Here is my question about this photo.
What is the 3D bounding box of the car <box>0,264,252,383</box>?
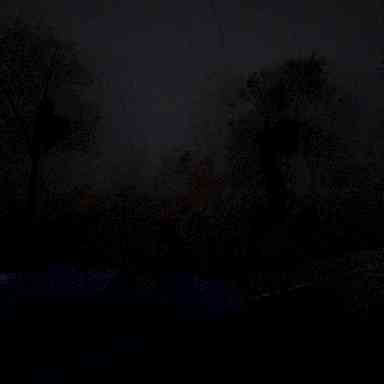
[{"bbox_3d":[-1.717,1.476,2.744,5.008,1.535,1.882,-1,0,-35],"label":"car"}]
